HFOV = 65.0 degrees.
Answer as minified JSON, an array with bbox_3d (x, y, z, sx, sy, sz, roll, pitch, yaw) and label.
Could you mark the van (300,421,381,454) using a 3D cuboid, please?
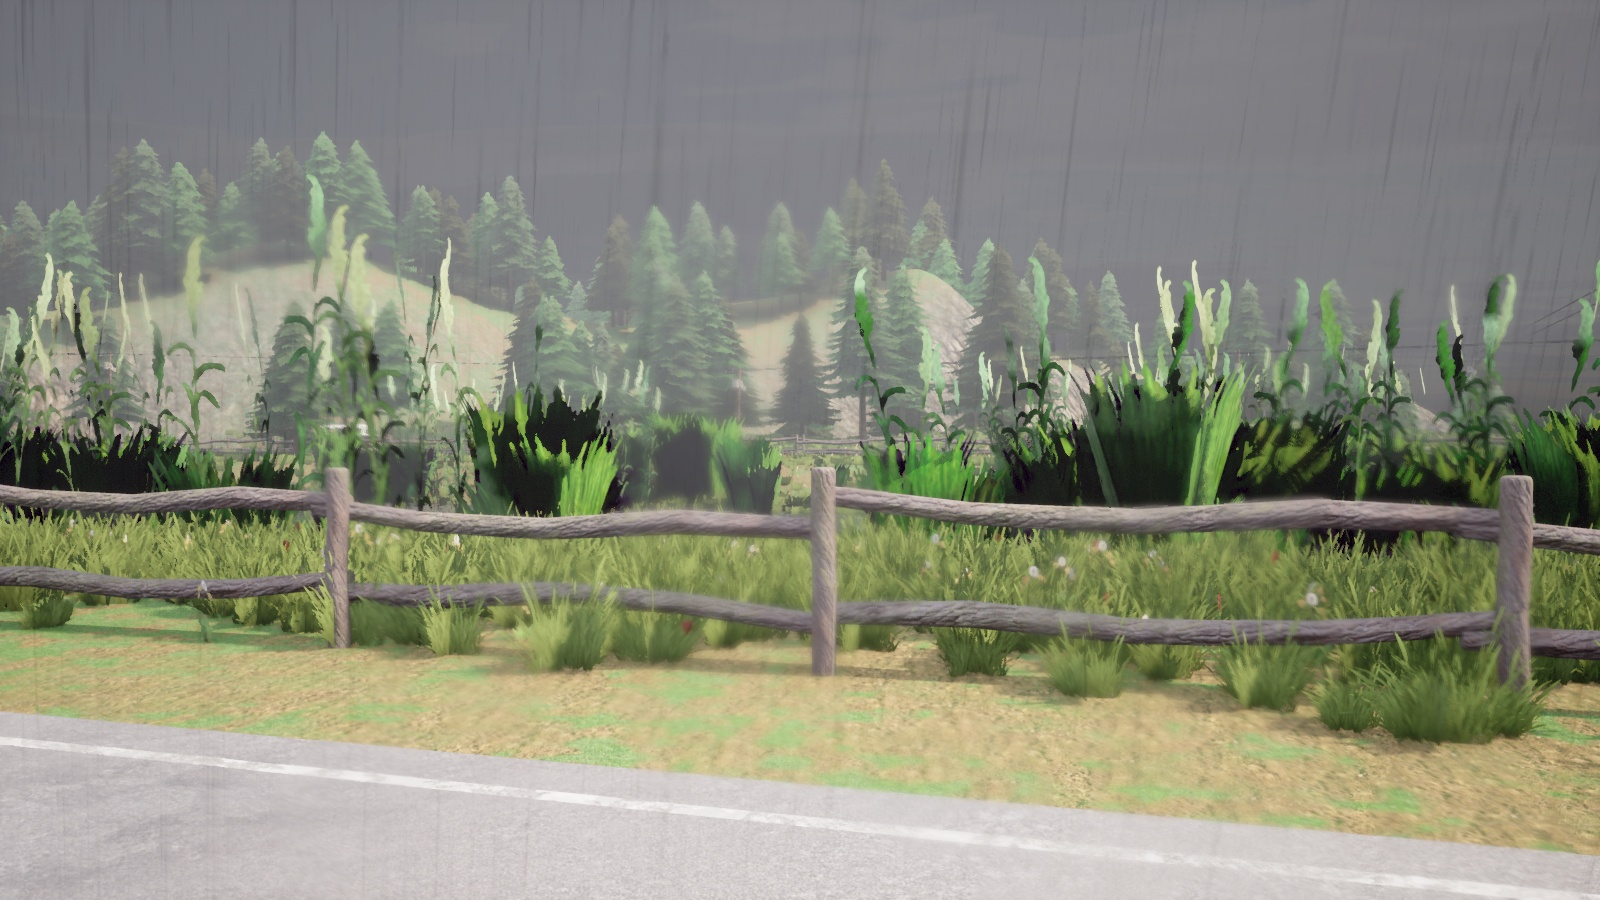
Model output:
[{"bbox_3d":[-29.319,-0.810,80.231,4.480,2.038,2.069,0,1,14],"label":"van"}]
